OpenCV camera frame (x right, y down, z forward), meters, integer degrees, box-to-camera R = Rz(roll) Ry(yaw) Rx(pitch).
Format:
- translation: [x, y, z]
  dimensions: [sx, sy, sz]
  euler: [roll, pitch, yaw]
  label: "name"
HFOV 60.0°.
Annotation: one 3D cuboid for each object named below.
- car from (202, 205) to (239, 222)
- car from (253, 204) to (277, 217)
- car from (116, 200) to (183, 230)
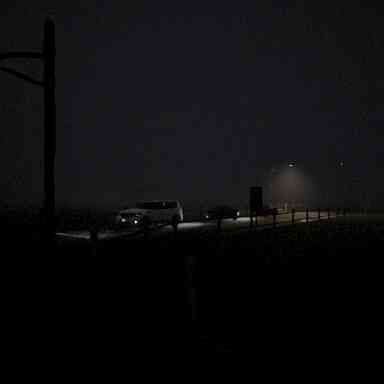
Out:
- translation: [2.841, 2.067, 32.552]
  dimensions: [2.128, 1.511, 4.902]
  euler: [0, -1, 36]
  label: "car"
- translation: [8.869, 2.265, 40.782]
  dimensions: [2.128, 1.511, 4.902]
  euler: [0, -1, 36]
  label: "car"
- translation: [-2.973, 1.608, 24.612]
  dimensions: [2.150, 2.045, 5.566]
  euler: [0, -1, 36]
  label: "car"
